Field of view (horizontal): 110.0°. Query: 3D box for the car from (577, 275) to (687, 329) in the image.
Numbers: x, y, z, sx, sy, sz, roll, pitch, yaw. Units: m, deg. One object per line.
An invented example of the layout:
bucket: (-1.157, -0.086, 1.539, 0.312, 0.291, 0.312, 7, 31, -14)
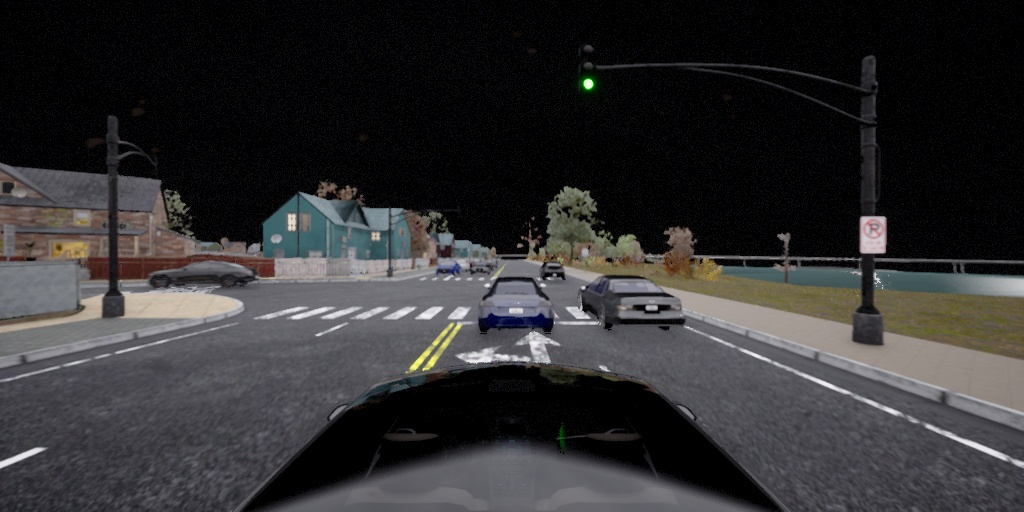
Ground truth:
car: (3.352, 1.288, 11.112, 2.033, 1.411, 5.357, 0, 0, 0)

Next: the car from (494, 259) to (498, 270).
car: (-3.317, 1.331, 48.526, 1.895, 1.301, 4.718, 0, 0, 0)

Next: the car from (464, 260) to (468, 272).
car: (-6.573, 1.255, 46.630, 1.812, 1.442, 4.674, 0, 0, 0)

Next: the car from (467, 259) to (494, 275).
car: (-3.327, 1.293, 38.708, 1.994, 1.385, 4.181, 0, 0, 0)

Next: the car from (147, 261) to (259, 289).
car: (-16.485, 0.974, 19.358, 4.674, 1.442, 1.812, 1, -1, -19)

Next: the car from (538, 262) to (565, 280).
car: (3.352, 1.234, 30.538, 1.837, 1.490, 4.892, 0, 0, 0)

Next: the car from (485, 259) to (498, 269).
car: (-3.246, 1.238, 58.707, 1.837, 1.490, 4.892, 0, 0, 0)

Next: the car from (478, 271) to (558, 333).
car: (0.098, 1.304, 10.745, 1.994, 1.385, 4.181, 0, 0, 0)

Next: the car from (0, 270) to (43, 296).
car: (-21.025, 0.836, 13.106, 4.902, 1.511, 2.128, 1, 0, -35)

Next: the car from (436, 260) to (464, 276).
car: (-6.586, 1.206, 37.445, 1.882, 1.535, 5.008, 0, 0, 1)
